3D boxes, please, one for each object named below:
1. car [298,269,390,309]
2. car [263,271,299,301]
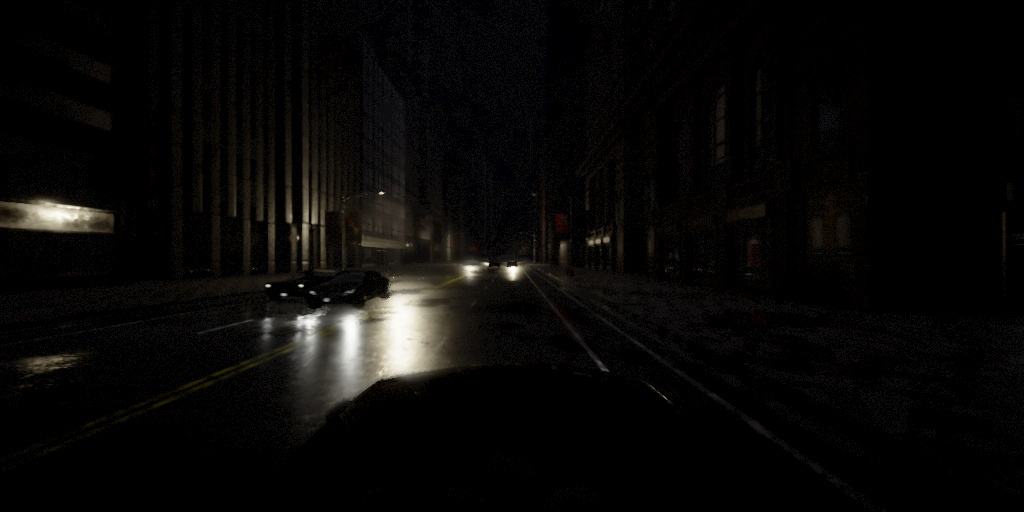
[{"bbox_3d":[-6.578,1.286,15.051,1.812,1.442,4.674,0,0,0],"label":"car"},{"bbox_3d":[-9.823,1.364,17.646,1.895,1.301,4.718,0,0,0],"label":"car"}]
